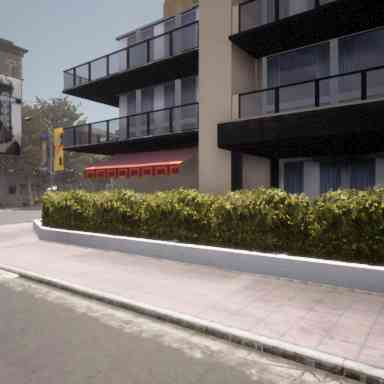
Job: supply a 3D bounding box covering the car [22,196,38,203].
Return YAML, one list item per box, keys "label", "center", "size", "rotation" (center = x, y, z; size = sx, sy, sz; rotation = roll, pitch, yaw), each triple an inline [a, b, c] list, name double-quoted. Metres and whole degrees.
- label: "car"
  center: [-34.570, 1.481, 68.227]
  size: [4.892, 1.521, 2.231]
  rotation: [0, 0, 37]
